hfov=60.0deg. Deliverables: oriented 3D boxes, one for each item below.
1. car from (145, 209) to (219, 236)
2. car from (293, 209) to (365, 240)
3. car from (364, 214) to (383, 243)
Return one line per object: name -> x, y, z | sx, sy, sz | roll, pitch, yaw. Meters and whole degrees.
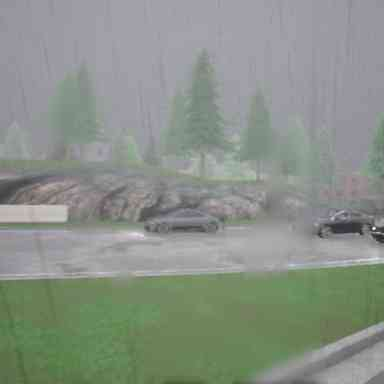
car -> -0.572, 1.685, 19.009 | 4.181, 1.385, 1.994 | 1, 0, -15
car -> 7.853, 1.689, 18.332 | 4.902, 1.511, 2.128 | 1, 0, -23
car -> 10.761, 1.809, 15.763 | 4.718, 1.301, 1.895 | 1, 0, -24
